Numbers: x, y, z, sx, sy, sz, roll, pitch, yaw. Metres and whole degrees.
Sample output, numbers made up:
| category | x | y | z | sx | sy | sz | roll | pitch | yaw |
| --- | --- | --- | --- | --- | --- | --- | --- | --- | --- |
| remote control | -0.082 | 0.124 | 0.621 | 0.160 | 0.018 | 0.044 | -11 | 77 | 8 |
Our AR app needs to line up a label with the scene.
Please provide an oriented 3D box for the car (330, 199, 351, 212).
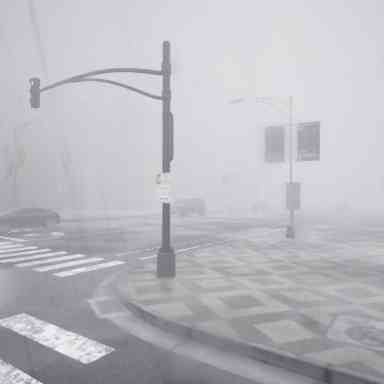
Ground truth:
| category | x | y | z | sx | sy | sz | roll | pitch | yaw |
| --- | --- | --- | --- | --- | --- | --- | --- | --- | --- |
| car | 24.516 | 2.387 | 54.123 | 2.128 | 1.511 | 4.902 | 0 | -1 | 35 |

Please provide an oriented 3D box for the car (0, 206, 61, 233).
| category | x | y | z | sx | sy | sz | roll | pitch | yaw |
| --- | --- | --- | --- | --- | --- | --- | --- | --- | --- |
| car | -10.908 | 1.696 | 21.341 | 1.837 | 1.490 | 4.892 | 0 | -1 | 37 |

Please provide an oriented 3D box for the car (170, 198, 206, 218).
| category | x | y | z | sx | sy | sz | roll | pitch | yaw |
| --- | --- | --- | --- | --- | --- | --- | --- | --- | --- |
| car | -0.646 | 1.671 | 35.720 | 2.150 | 2.045 | 5.566 | 0 | -1 | 36 |

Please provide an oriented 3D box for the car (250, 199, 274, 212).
| category | x | y | z | sx | sy | sz | roll | pitch | yaw |
| --- | --- | --- | --- | --- | --- | --- | --- | --- | --- |
| car | 10.758 | 2.250 | 51.719 | 1.837 | 1.490 | 4.892 | 0 | -1 | 35 |
